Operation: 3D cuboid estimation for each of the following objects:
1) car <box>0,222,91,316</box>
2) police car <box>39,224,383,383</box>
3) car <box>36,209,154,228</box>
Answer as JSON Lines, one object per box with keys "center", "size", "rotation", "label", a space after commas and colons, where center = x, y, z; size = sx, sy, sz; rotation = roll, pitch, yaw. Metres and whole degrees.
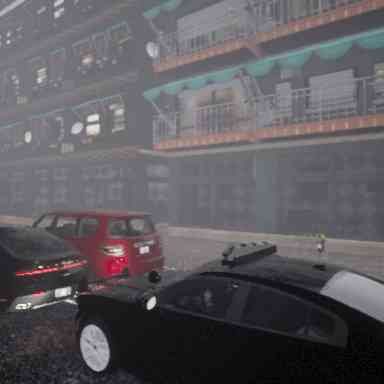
{"center": [-4.262, 1.540, 7.364], "size": [4.892, 1.490, 1.837], "rotation": [0, 0, 36], "label": "car"}
{"center": [0.549, 1.453, 3.966], "size": [5.238, 1.638, 1.930], "rotation": [0, 0, 36], "label": "police car"}
{"center": [-2.984, 1.362, 8.745], "size": [5.009, 1.841, 2.192], "rotation": [0, -1, 36], "label": "car"}
